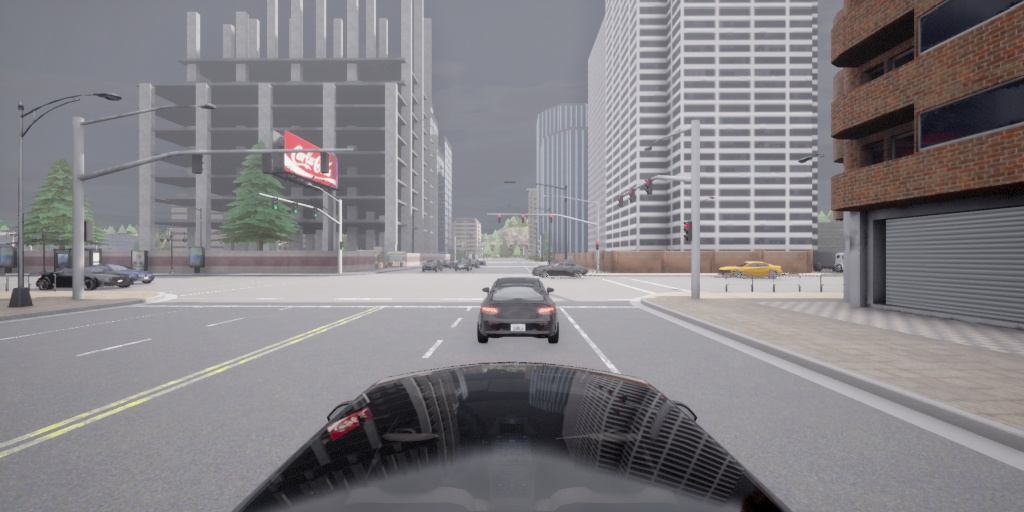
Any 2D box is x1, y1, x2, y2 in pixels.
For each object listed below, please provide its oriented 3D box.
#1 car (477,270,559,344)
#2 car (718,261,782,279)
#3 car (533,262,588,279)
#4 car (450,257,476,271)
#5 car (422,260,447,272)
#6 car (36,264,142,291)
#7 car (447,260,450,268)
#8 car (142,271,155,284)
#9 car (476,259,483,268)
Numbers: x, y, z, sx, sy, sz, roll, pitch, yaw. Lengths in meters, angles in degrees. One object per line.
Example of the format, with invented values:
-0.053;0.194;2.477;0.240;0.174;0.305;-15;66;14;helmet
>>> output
0.161;1.276;9.513;1.812;1.442;4.674;0;0;1;car
21.093;1.227;31.892;5.008;1.535;1.882;0;0;0;car
4.253;1.243;32.014;4.902;1.511;2.128;0;0;0;car
-6.533;1.241;48.558;2.128;1.511;4.902;0;0;1;car
-10.073;1.255;45.653;1.837;1.490;4.892;0;0;1;car
-25.501;1.314;21.518;4.181;1.385;1.994;0;0;0;car
-9.950;1.297;55.389;2.033;1.411;5.357;0;0;1;car
-27.853;1.276;25.035;4.674;1.442;1.812;0;0;0;car
-6.393;1.255;58.963;1.837;1.490;4.892;0;0;1;car
